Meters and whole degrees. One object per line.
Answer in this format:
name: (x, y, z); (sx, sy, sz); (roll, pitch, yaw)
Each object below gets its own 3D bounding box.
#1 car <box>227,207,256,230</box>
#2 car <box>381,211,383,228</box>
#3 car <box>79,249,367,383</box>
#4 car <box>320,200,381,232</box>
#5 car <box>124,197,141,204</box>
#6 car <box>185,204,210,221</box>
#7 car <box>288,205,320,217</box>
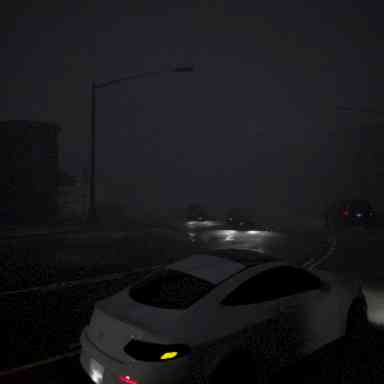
car: (3.561, 1.795, 23.755); (1.812, 1.442, 4.674); (1, -1, 9)
car: (13.972, 1.695, 22.140); (2.097, 1.767, 4.553); (0, -1, 11)
car: (0.797, 1.580, 4.779); (4.674, 1.442, 1.812); (1, -1, -41)
car: (10.751, 1.546, 23.062); (2.150, 2.045, 5.566); (1, -1, 10)
car: (-11.049, 1.657, 61.826); (1.882, 1.535, 5.008); (1, -1, -31)
car: (0.409, 1.859, 30.713); (2.033, 1.411, 5.357); (1, -1, -7)
car: (13.135, 2.102, 38.499); (1.895, 1.301, 4.718); (1, -1, -15)
